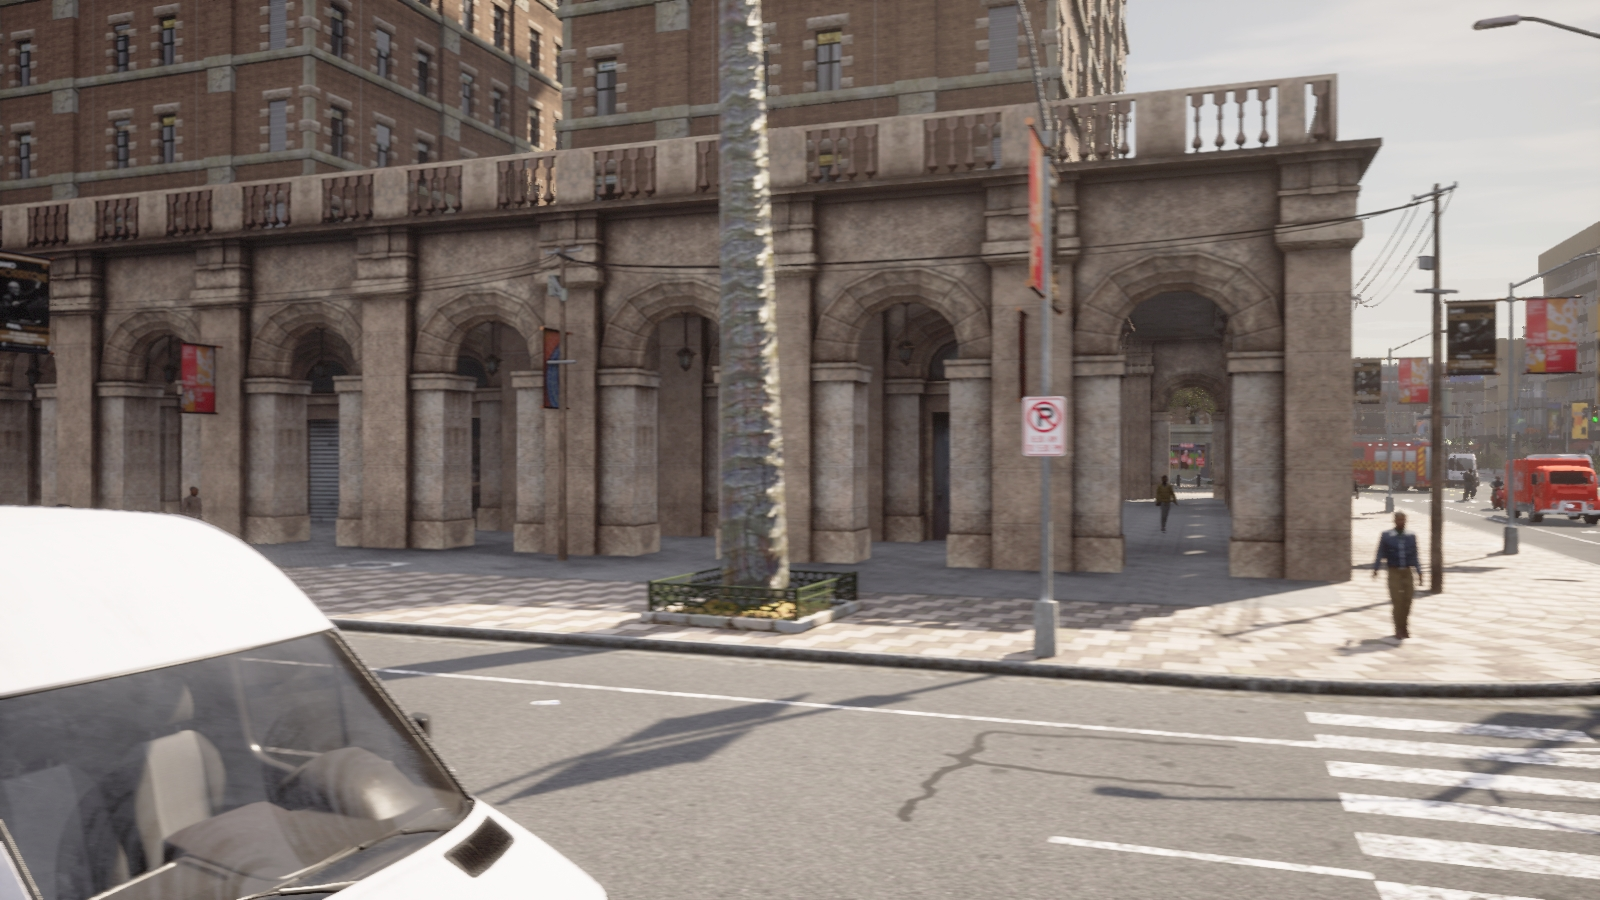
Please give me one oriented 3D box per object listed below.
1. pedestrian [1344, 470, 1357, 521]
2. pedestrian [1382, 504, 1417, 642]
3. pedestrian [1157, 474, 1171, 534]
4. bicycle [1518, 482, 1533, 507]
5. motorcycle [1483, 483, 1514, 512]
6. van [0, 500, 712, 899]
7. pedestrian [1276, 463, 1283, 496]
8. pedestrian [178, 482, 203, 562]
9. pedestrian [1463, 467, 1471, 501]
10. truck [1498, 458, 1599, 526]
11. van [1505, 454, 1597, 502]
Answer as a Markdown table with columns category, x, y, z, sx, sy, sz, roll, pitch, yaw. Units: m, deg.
| category | x | y | z | sx | sy | sz | roll | pitch | yaw |
| --- | --- | --- | --- | --- | --- | --- | --- | --- | --- |
| pedestrian | 20.541 | 1.696 | 42.649 | 0.375 | 1.860 | 0.375 | 0 | 0 | 13 |
| pedestrian | 8.331 | 1.696 | 15.886 | 0.375 | 1.860 | 0.375 | 0 | 0 | 17 |
| pedestrian | 11.472 | 1.696 | 35.991 | 0.375 | 1.860 | 0.375 | 0 | 0 | 8 |
| bicycle | 36.040 | 2.209 | 56.778 | 0.329 | 1.171 | 1.835 | 0 | 0 | 42 |
| motorcycle | 32.291 | 2.181 | 52.807 | 0.856 | 1.236 | 1.805 | 0 | 0 | 19 |
| van | -3.466 | 1.535 | 4.567 | 5.915 | 2.561 | 1.988 | 0 | 0 | 20 |
| pedestrian | 27.347 | 1.696 | 65.165 | 0.375 | 1.860 | 0.375 | 0 | 0 | 22 |
| pedestrian | -14.403 | 1.696 | 27.002 | 0.375 | 1.860 | 0.375 | 0 | 0 | 19 |
| pedestrian | 36.183 | 1.847 | 61.978 | 0.375 | 1.860 | 0.375 | 0 | 0 | 25 |
| truck | 29.512 | 1.577 | 44.789 | 2.627 | 2.467 | 5.204 | 0 | -1 | 20 |
| van | 42.423 | 1.533 | 64.714 | 1.988 | 2.561 | 5.915 | 0 | 0 | 8 |
